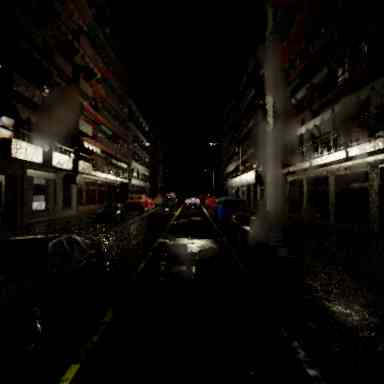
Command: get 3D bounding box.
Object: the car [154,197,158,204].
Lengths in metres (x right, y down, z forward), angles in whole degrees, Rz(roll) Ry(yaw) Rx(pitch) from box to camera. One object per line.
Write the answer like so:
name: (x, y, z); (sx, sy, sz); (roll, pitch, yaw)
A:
car: (-5.664, 1.444, 40.377); (1.887, 1.381, 4.507); (1, 0, 0)

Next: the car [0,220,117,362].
car: (-3.098, 1.531, 6.265); (2.033, 1.411, 5.357); (0, 0, 0)

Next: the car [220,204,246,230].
car: (2.709, 1.538, 17.651); (1.802, 1.307, 4.206); (1, 0, 0)

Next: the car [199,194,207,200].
car: (2.733, 1.334, 86.006); (1.887, 1.381, 4.507); (1, 0, 0)

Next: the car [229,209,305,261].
car: (2.707, 1.521, 11.954); (2.008, 1.369, 4.403); (1, 0, 0)

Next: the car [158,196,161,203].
car: (-5.631, 1.383, 57.295); (1.752, 1.417, 4.829); (1, 0, 0)

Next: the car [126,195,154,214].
car: (-5.661, 1.228, 34.680); (2.192, 1.841, 5.009); (1, 0, 0)

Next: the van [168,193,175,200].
van: (-5.609, 1.116, 91.643); (1.690, 1.788, 3.998); (1, 0, 0)

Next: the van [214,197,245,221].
van: (2.715, 1.283, 23.347); (1.690, 1.788, 3.998); (1, 0, 0)

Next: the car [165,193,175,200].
car: (-5.610, 1.104, 85.947); (2.192, 1.841, 5.009); (1, 0, 0)

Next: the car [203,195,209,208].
car: (2.718, 1.467, 46.132); (1.802, 1.307, 4.206); (1, 0, 0)

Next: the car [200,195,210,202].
car: (2.727, 1.375, 68.917); (1.887, 1.381, 4.507); (1, 0, 0)

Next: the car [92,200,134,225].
car: (-5.669, 1.492, 23.287); (2.008, 1.369, 4.403); (1, 0, 0)

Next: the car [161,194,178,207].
car: (-3.057, 1.441, 49.654); (1.994, 1.385, 4.181); (0, 0, 0)

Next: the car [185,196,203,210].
car: (0.114, 1.496, 41.896); (1.895, 1.301, 4.718); (0, 0, 0)

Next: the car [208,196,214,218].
car: (2.715, 1.368, 29.043); (1.967, 1.590, 4.097); (1, 0, 0)
